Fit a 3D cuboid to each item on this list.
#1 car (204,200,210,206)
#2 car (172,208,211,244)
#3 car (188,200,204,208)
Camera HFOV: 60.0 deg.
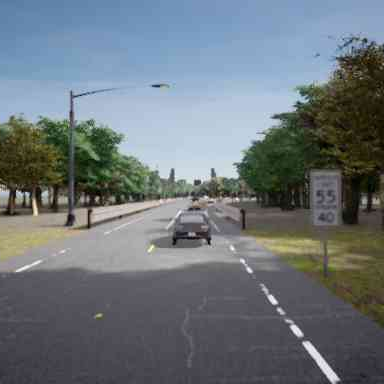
[{"bbox_3d":[2.481,2.493,77.015,1.882,1.535,5.008,0,-1,6],"label":"car"},{"bbox_3d":[-0.005,1.748,17.077,1.812,1.442,4.674,0,-1,0],"label":"car"},{"bbox_3d":[0.469,2.263,51.068,1.895,1.301,4.718,0,-1,3],"label":"car"}]
